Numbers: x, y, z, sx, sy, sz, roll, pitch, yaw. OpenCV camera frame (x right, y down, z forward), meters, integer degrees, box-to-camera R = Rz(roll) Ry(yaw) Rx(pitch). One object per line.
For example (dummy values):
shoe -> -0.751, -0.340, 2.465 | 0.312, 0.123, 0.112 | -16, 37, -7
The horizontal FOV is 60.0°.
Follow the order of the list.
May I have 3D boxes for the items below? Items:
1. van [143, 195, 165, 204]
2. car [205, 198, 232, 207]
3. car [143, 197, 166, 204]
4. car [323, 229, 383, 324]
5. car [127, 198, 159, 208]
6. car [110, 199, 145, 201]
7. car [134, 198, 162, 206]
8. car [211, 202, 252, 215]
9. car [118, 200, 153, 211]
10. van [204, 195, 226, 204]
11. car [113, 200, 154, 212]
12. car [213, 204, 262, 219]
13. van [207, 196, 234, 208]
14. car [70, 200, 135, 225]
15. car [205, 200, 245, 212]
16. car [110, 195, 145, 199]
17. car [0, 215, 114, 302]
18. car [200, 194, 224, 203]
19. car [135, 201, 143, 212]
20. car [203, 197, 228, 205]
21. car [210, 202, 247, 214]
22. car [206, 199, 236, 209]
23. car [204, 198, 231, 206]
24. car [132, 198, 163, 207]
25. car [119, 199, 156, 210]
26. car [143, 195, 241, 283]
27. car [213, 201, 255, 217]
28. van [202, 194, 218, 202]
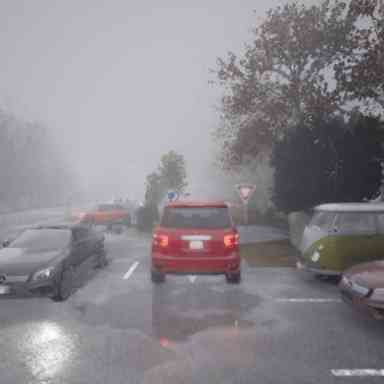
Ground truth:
van -> -8.184, 1.625, 71.490 | 4.442, 1.987, 1.878 | 0, 0, 0
car -> 4.808, 1.894, 60.471 | 4.792, 1.488, 2.163 | 0, 0, 0
car -> -8.330, 1.883, 74.266 | 4.792, 1.488, 2.163 | 0, 0, 0
car -> 5.046, 1.527, 5.772 | 4.674, 1.452, 2.002 | 0, 0, 0
car -> -8.486, 1.876, 57.740 | 5.366, 1.575, 1.946 | 0, 0, 0
car -> -8.294, 2.011, 40.963 | 5.008, 1.535, 2.097 | 0, 0, 0
car -> -8.306, 1.855, 63.160 | 4.892, 1.521, 2.231 | 0, 0, 0
car -> 4.751, 2.041, 40.957 | 4.792, 1.488, 2.163 | 0, 0, 0
car -> -8.294, 1.945, 49.291 | 4.892, 1.521, 2.231 | 0, 0, 0
van -> 4.895, 1.626, 71.418 | 4.442, 1.987, 1.878 | 0, 0, 0
car -> -8.114, 1.964, 46.515 | 5.366, 1.575, 1.946 | 0, 0, 0
car -> 4.776, 2.055, 35.540 | 5.008, 1.535, 2.097 | 0, 0, 0
van -> 4.896, 1.655, 57.698 | 4.442, 1.987, 1.878 | 0, 0, 0
car -> -7.015, 1.684, 25.107 | 2.097, 1.767, 4.553 | -2, -3, 43
car -> 4.595, 1.964, 46.497 | 5.366, 1.575, 1.946 | 0, 0, 0
car -> -8.271, 1.737, 43.737 | 5.566, 2.045, 2.435 | 0, 0, 0
car -> -3.509, 1.531, 8.425 | 1.812, 1.442, 4.674 | 0, 0, 0
car -> 4.751, 1.607, 79.728 | 5.566, 2.045, 2.435 | 0, 0, 0
car -> -8.329, 2.063, 38.187 | 4.792, 1.488, 2.163 | 0, 0, 0
car -> 4.784, 1.850, 68.648 | 5.008, 1.535, 2.097 | 0, 0, 0
car -> 4.777, 2.030, 43.727 | 4.674, 1.452, 2.002 | 0, 0, 0
car -> 4.751, 1.931, 54.806 | 4.792, 1.488, 2.163 | 0, 0, 0
car -> 4.808, 1.884, 63.110 | 4.792, 1.488, 2.163 | 0, 0, 0
car -> -8.115, 1.861, 60.393 | 5.366, 1.575, 1.946 | 0, 0, 0
car -> -8.485, 1.919, 52.067 | 5.366, 1.575, 1.946 | 0, 0, 0
car -> 0.085, 1.231, 9.834 | 2.150, 2.045, 5.566 | 0, 0, 0
car -> 4.812, 1.907, 38.310 | 4.553, 1.767, 2.185 | 0, 0, 0
van -> 4.895, 1.640, 90.935 | 4.442, 1.987, 1.878 | 0, 0, 0
